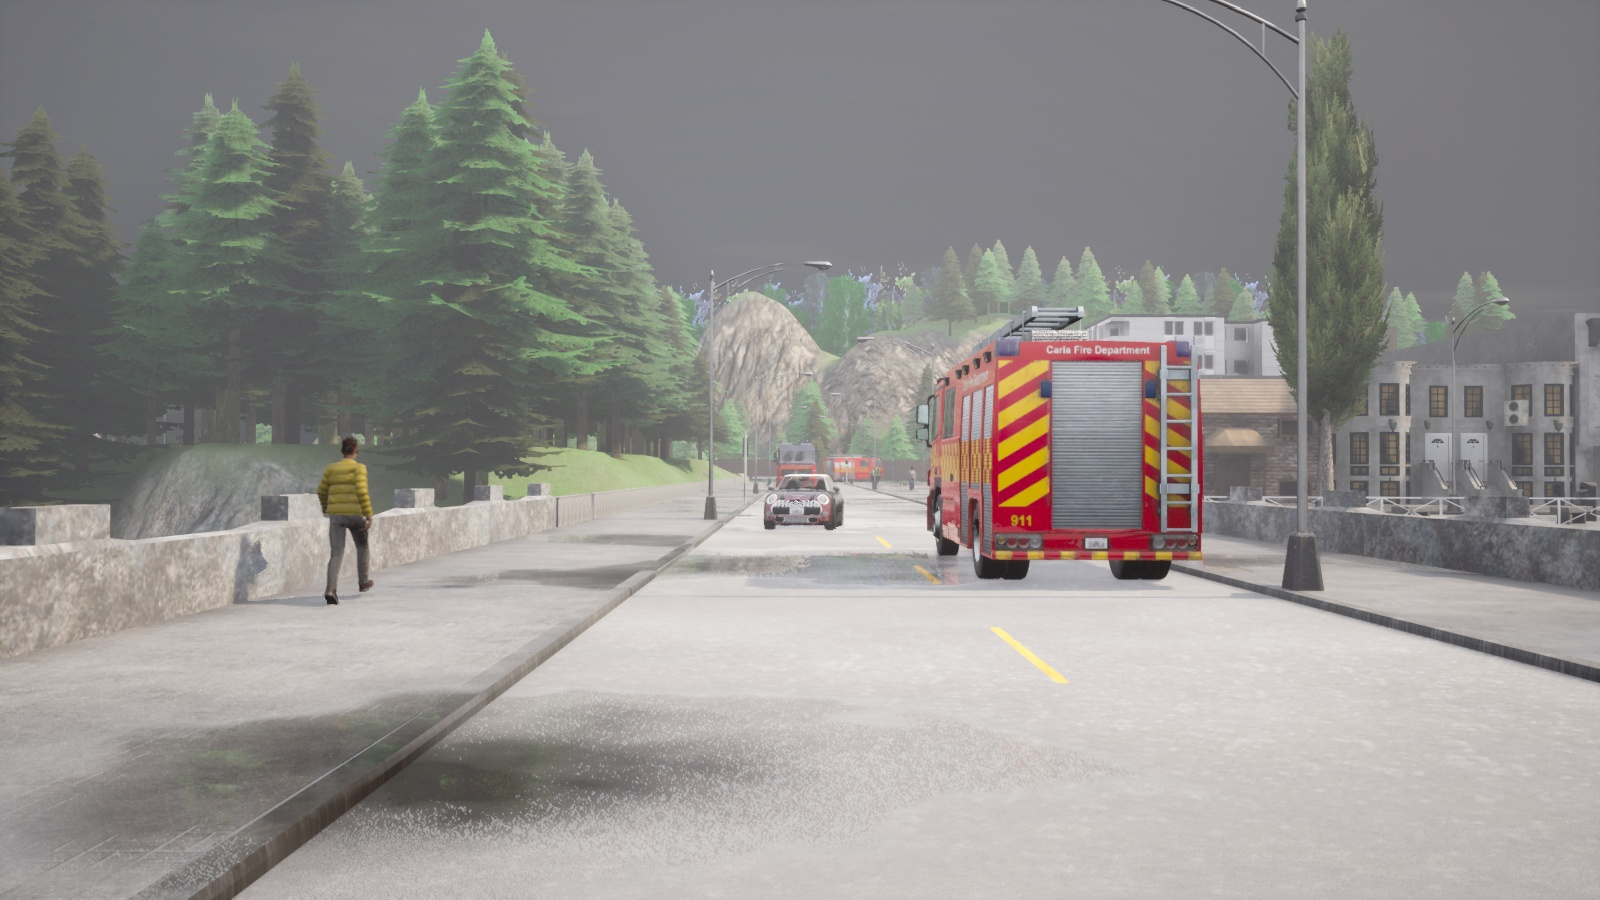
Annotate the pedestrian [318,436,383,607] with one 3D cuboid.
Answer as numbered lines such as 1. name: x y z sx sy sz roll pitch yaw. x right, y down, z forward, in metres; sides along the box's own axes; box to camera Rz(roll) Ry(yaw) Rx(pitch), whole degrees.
1. pedestrian: -4.955 0.777 13.879 0.431 1.840 0.709 0 -1 3

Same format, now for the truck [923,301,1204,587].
1. truck: 3.942 -0.013 21.061 2.891 3.827 8.468 0 -1 0

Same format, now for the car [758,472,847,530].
1. car: 0.138 1.351 34.105 1.970 1.475 3.806 0 -1 7

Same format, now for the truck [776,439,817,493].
1. truck: -0.235 1.203 92.702 2.891 3.827 8.468 0 -1 0
